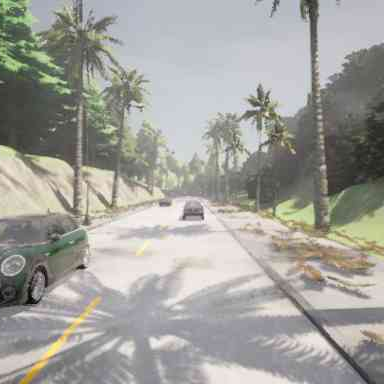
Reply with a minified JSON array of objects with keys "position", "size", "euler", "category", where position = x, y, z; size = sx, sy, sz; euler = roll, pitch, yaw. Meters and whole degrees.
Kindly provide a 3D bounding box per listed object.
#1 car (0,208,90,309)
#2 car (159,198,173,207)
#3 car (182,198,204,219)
[{"position":[-4.082,1.350,8.028],"size":[2.097,1.767,4.553],"euler":[0,0,0],"category":"car"},{"position":[-3.974,1.604,50.782],"size":[1.895,1.301,4.718],"euler":[0,0,1],"category":"car"},{"position":[0.127,1.549,29.529],"size":[2.033,1.411,5.357],"euler":[0,0,0],"category":"car"}]
